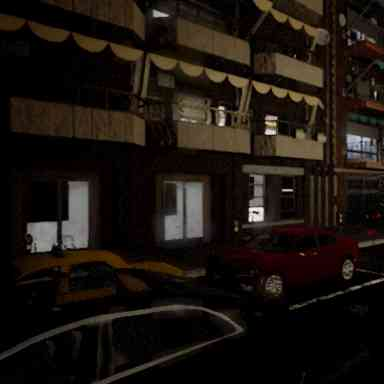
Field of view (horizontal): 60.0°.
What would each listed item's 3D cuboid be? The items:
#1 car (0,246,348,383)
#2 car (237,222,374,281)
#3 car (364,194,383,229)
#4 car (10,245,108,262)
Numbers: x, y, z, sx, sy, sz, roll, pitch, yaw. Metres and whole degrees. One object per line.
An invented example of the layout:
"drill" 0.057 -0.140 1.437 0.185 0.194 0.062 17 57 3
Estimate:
"car" -1.190 1.492 2.530 4.902 1.511 2.128 0 0 -36
"car" 2.362 1.559 8.250 4.507 1.381 1.887 0 0 -35
"car" 13.185 0.717 19.710 5.566 2.045 2.150 -19 -1 11
"car" -2.275 1.527 4.943 4.829 1.417 1.752 0 0 -35
